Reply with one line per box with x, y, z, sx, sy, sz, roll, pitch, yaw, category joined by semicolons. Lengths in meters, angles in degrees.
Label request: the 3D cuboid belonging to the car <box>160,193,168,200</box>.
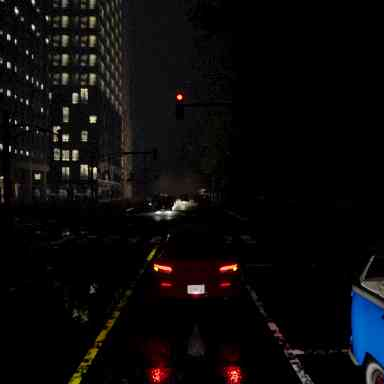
-8.075;1.252;95.196;2.192;1.841;5.009;0;0;-3;car

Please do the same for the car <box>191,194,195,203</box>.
1.185;1.492;68.026;1.752;1.417;4.829;0;0;-2;car

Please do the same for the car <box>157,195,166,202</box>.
-7.276;1.501;78.571;1.887;1.381;4.507;0;0;-2;car

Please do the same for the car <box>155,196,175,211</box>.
-3.407;1.552;40.432;1.994;1.385;4.181;0;0;-3;car

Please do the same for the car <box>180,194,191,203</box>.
-1.481;1.552;70.616;1.895;1.301;4.718;0;0;-2;car

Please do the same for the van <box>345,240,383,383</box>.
2.558;1.341;2.145;1.690;1.788;3.998;0;0;0;van

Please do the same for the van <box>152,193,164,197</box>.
-6.625;1.314;61.941;1.690;1.788;3.998;0;0;-2;van

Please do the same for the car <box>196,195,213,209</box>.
1.899;1.510;45.860;1.752;1.417;4.829;0;0;-2;car

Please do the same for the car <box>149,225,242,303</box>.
0.054;1.525;8.080;1.812;1.442;4.674;0;0;0;car

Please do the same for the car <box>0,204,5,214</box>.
-18.220;1.377;28.510;4.206;1.307;1.802;1;0;3;car

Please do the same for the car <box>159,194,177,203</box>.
-3.666;1.486;51.070;1.837;1.490;4.892;0;0;-1;car

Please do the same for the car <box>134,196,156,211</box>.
-5.832;1.539;39.770;2.008;1.369;4.403;0;0;-1;car

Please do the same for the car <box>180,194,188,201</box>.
-1.900;1.265;80.591;1.882;1.535;5.008;0;0;-3;car

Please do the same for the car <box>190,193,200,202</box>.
0.740;1.271;78.945;2.192;1.841;5.009;0;0;-3;car

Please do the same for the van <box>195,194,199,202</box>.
1.748;1.322;51.233;1.690;1.788;3.998;0;0;-2;van

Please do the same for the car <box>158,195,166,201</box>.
-7.528;1.533;84.115;1.802;1.307;4.206;0;0;-3;car
